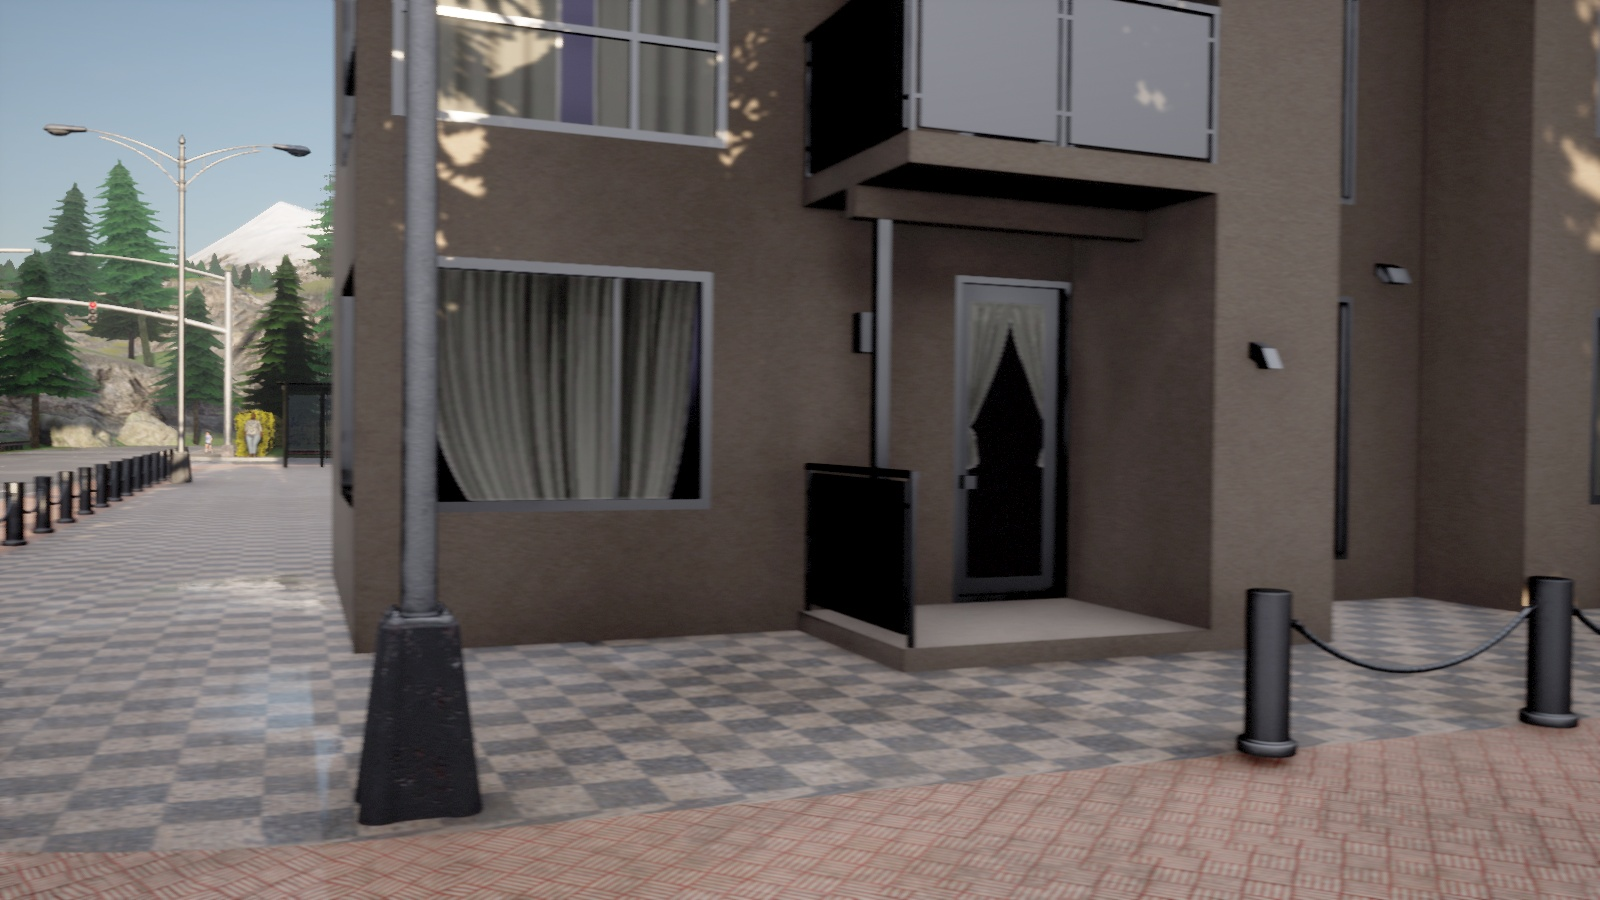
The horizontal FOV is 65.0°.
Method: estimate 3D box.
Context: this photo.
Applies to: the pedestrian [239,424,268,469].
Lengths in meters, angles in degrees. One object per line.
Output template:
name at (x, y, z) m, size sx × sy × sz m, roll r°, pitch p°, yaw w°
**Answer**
pedestrian at (-22.923, -0.150, 52.645) m, size 0.874 × 1.855 × 0.900 m, roll -1°, pitch 1°, yaw -8°
